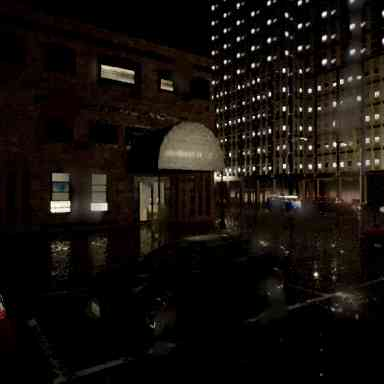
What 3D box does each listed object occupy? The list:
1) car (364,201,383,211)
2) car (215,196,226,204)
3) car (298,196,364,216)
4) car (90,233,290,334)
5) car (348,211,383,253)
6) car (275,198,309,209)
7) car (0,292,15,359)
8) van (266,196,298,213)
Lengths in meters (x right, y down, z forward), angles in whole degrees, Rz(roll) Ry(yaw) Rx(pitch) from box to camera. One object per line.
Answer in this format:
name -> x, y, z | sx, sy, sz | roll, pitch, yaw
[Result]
car -> 20.005, 1.503, 36.523 | 2.008, 1.369, 4.403 | 0, 0, -35
car -> 4.088, 1.442, 59.406 | 1.752, 1.417, 4.829 | 0, 0, -35
car -> 13.123, 1.312, 31.736 | 2.192, 1.841, 5.009 | 0, 0, -35
car -> 0.184, 1.566, 6.763 | 4.313, 1.339, 1.947 | 0, 0, -35
car -> 8.030, 1.545, 12.429 | 4.507, 1.381, 1.887 | 0, 0, -35
car -> 13.677, 1.519, 45.620 | 1.802, 1.307, 4.206 | 0, 0, -35
car -> -4.283, 1.440, 3.516 | 4.097, 1.590, 1.967 | 0, 0, -35
van -> 9.960, 1.330, 36.285 | 1.690, 1.788, 3.998 | 0, 0, -35
